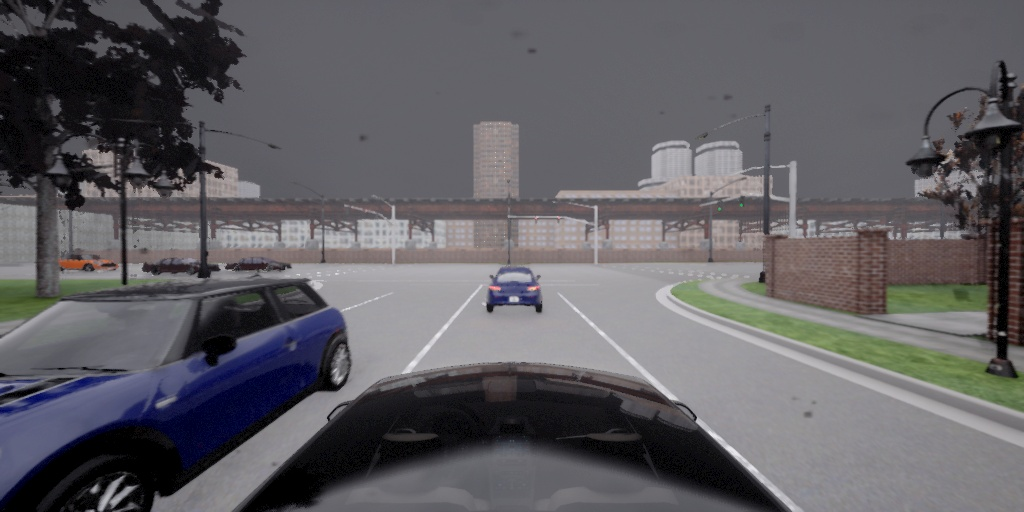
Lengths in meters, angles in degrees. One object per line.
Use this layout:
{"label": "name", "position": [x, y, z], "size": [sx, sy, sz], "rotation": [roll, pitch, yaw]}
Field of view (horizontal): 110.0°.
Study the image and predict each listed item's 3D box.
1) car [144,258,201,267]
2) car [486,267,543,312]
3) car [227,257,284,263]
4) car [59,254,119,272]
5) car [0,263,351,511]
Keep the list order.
{"label": "car", "position": [-27.783, 0.861, 30.162], "size": [5.357, 1.411, 2.033], "rotation": [0, 1, 2]}
{"label": "car", "position": [0.106, 1.103, 13.048], "size": [1.812, 1.442, 4.674], "rotation": [0, 1, 1]}
{"label": "car", "position": [-23.625, 0.809, 33.533], "size": [5.357, 1.411, 2.033], "rotation": [0, 1, 2]}
{"label": "car", "position": [-40.386, 0.616, 34.064], "size": [4.553, 1.767, 2.097], "rotation": [0, 1, 2]}
{"label": "car", "position": [-3.517, 1.073, 3.563], "size": [2.097, 1.767, 4.553], "rotation": [0, 1, 0]}
